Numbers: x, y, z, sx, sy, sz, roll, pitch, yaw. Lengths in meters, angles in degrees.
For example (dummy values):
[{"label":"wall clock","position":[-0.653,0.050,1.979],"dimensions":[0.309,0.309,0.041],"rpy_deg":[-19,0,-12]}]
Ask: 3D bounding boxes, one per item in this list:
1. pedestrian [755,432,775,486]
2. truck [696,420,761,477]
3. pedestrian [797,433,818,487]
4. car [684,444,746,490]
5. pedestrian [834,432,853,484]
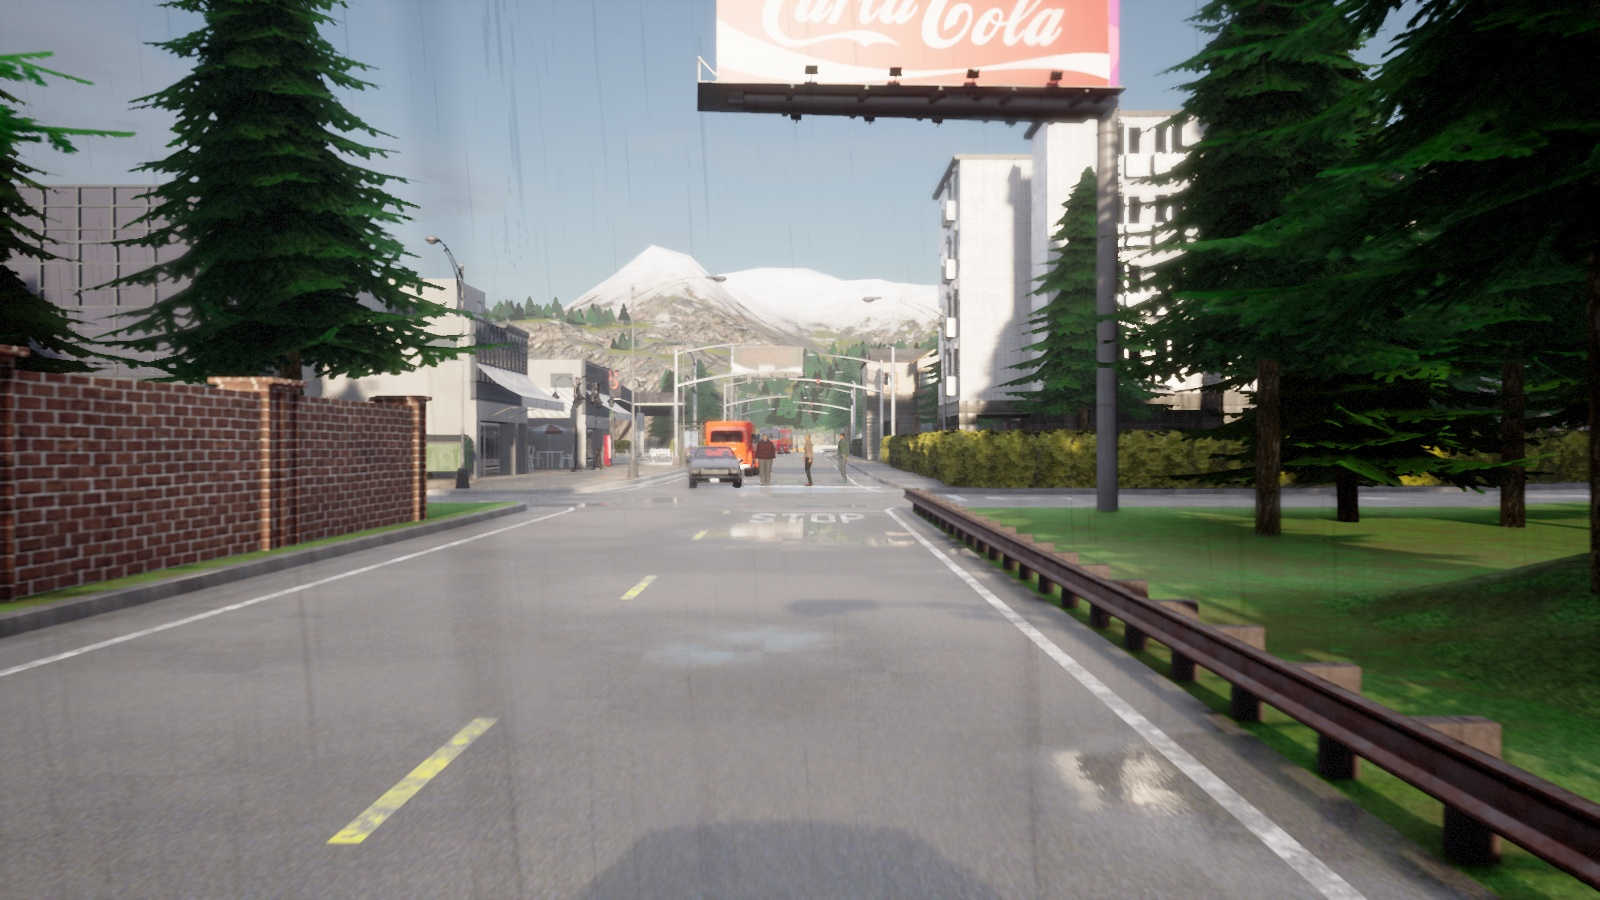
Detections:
[{"label":"pedestrian","position":[-1.210,0.308,43.664],"dimensions":[0.634,1.844,0.899],"rpy_deg":[0,0,2]},{"label":"truck","position":[-3.163,-0.053,56.549],"dimensions":[2.627,2.467,5.204],"rpy_deg":[0,0,0]},{"label":"pedestrian","position":[0.256,0.340,43.099],"dimensions":[0.634,1.846,0.331],"rpy_deg":[0,0,-19]},{"label":"car","position":[-3.029,0.567,44.426],"dimensions":[2.033,1.411,5.357],"rpy_deg":[0,1,-4]},{"label":"pedestrian","position":[1.567,0.289,45.316],"dimensions":[0.614,1.847,0.353],"rpy_deg":[0,0,-30]}]
